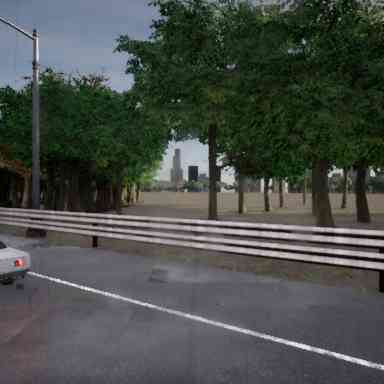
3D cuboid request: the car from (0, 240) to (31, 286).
[{"bbox_3d":[-6.041,1.597,8.192,4.718,1.301,1.895,0,0,36],"label":"car"}]
